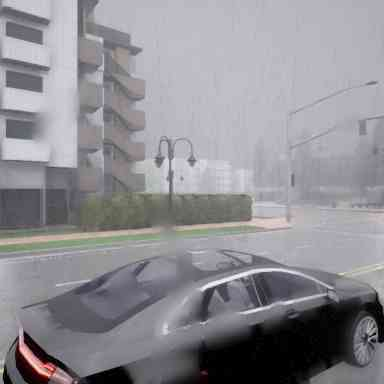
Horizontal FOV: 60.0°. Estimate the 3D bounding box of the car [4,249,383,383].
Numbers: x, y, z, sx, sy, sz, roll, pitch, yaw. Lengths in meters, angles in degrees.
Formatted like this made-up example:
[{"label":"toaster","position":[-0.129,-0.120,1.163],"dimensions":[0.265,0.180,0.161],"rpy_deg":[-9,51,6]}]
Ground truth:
[{"label":"car","position":[0.498,1.492,4.112],"dimensions":[4.902,1.511,2.128],"rpy_deg":[0,0,-35]}]
